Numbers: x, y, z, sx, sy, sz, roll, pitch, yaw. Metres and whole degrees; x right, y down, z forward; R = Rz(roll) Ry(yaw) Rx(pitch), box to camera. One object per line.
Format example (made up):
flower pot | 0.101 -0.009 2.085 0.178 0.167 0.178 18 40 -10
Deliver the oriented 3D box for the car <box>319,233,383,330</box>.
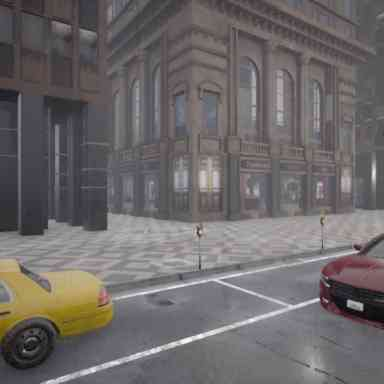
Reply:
car | 4.561 1.480 6.584 5.008 1.535 1.882 0 0 -35

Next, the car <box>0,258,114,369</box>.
car | -3.475 1.525 4.179 4.829 1.417 1.752 0 0 -35
